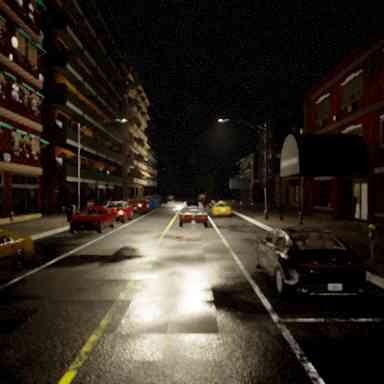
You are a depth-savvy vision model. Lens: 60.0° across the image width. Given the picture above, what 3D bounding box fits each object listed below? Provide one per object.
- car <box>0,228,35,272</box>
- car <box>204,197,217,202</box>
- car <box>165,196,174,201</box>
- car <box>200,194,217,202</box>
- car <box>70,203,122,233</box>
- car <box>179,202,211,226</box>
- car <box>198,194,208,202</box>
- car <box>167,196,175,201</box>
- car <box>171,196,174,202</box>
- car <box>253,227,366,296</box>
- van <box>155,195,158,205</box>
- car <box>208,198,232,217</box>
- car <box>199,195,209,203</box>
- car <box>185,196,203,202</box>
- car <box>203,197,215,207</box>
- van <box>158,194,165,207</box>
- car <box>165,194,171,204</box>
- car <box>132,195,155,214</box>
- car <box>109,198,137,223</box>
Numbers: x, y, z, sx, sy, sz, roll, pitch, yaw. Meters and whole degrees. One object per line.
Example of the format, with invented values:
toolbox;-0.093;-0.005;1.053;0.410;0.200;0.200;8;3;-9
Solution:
car;-5.692;1.527;8.264;1.752;1.417;4.829;0;0;0
car;2.678;1.570;36.134;2.008;1.369;4.403;0;0;0
car;-5.720;1.655;85.985;2.008;1.369;4.403;0;0;0
car;2.675;1.347;47.213;2.192;1.841;5.009;0;0;0
car;-5.696;1.552;19.514;1.887;1.381;4.507;0;0;0
car;0.092;1.610;23.296;1.895;1.301;4.718;0;0;0
car;2.663;1.407;80.450;2.192;1.841;5.009;0;0;0
car;-5.722;1.669;91.523;2.008;1.369;4.403;0;0;0
car;-5.718;1.658;80.447;1.947;1.339;4.313;0;0;0
car;2.689;1.552;8.438;2.008;1.369;4.403;0;0;0
van;-5.704;1.366;41.672;1.690;1.788;3.998;0;0;0
car;2.680;1.539;30.765;1.752;1.417;4.829;0;0;0
car;2.665;1.521;74.910;1.967;1.590;4.097;0;0;0
car;0.083;1.578;45.701;2.033;1.411;5.357;0;0;0
car;2.672;1.566;52.922;1.752;1.417;4.829;0;0;0
van;-5.708;1.382;52.749;1.690;1.788;3.998;0;0;0
car;-5.712;1.375;63.828;2.192;1.841;5.009;0;0;0
car;-5.701;1.334;36.131;2.192;1.841;5.009;0;0;0
car;-5.698;1.451;25.052;1.967;1.590;4.097;0;0;0
